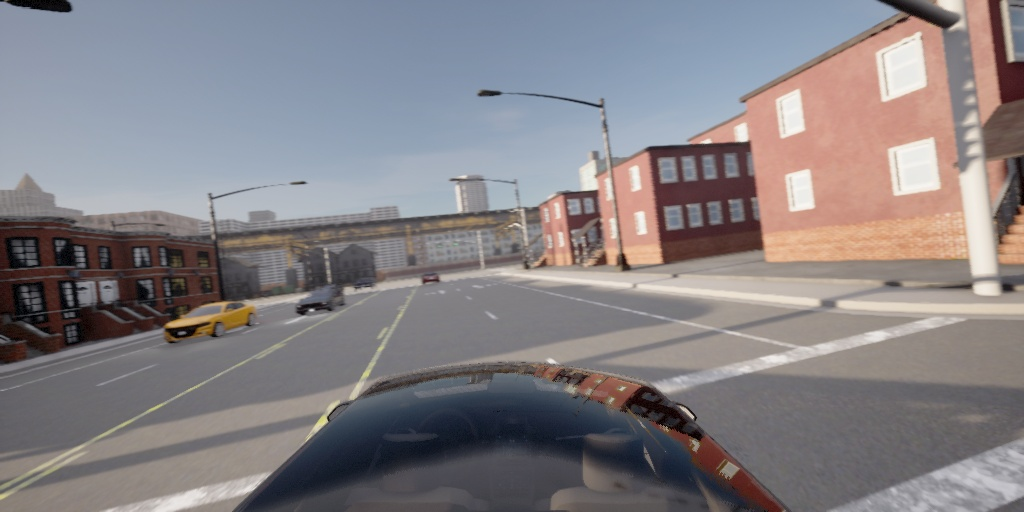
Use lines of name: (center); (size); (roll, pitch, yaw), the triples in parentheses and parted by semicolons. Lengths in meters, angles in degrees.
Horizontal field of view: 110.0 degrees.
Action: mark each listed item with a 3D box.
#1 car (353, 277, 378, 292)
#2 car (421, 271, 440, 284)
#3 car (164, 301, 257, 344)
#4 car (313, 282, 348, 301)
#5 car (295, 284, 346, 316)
car: (-15.884, 3.012, 39.032); (1.895, 1.301, 4.718); (-7, 0, -13)
car: (-9.902, 2.578, 43.287); (1.994, 1.385, 4.181); (-7, 0, -17)
car: (-14.552, 3.063, 17.601); (1.882, 1.535, 5.008); (-7, 0, -13)
car: (-19.229, 3.734, 38.238); (2.033, 1.411, 5.357); (-7, 0, -13)
car: (-12.345, 2.859, 23.510); (2.033, 1.411, 5.357); (-7, 0, -13)
